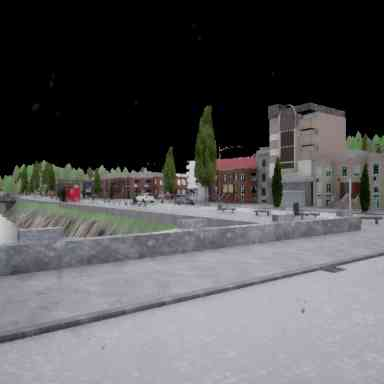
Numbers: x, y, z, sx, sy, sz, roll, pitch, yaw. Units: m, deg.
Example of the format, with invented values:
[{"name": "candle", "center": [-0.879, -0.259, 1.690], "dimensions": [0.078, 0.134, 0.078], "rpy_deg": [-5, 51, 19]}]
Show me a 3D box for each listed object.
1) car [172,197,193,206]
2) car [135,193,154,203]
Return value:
[{"name": "car", "center": [-1.614, 1.562, 56.697], "dimensions": [1.994, 1.385, 4.181], "rpy_deg": [0, 0, -35]}, {"name": "car", "center": [-9.755, 1.221, 68.108], "dimensions": [2.150, 2.045, 5.566], "rpy_deg": [0, 0, -35]}]
